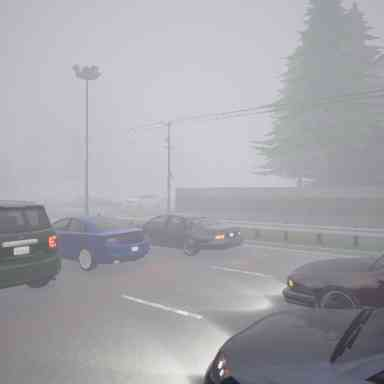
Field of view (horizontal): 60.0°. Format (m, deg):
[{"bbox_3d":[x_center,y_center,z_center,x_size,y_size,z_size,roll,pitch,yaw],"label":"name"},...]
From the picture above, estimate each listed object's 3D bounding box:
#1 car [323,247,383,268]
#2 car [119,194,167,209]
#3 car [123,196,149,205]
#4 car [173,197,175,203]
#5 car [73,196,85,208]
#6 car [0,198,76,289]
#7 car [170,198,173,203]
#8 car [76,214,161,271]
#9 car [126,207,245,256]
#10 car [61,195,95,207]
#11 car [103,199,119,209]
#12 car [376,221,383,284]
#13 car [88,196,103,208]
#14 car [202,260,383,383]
[{"bbox_3d":[4.261,1.547,5.203,5.357,1.411,2.033,0,0,37],"label":"car"},{"bbox_3d":[-6.207,1.224,42.975,2.150,2.045,5.566,0,0,37],"label":"car"},{"bbox_3d":[-10.260,1.529,60.811,1.812,1.442,4.674,0,1,37],"label":"car"},{"bbox_3d":[-2.721,1.550,64.946,2.033,1.411,5.357,0,0,38],"label":"car"},{"bbox_3d":[-14.900,1.528,48.881,1.812,1.442,4.674,0,0,37],"label":"car"},{"bbox_3d":[-5.429,1.222,8.024,5.566,2.045,2.150,0,0,37],"label":"car"},{"bbox_3d":[-5.812,1.507,55.103,1.837,1.490,4.892,0,0,37],"label":"car"},{"bbox_3d":[-3.614,1.478,11.039,5.008,1.535,1.882,0,0,37],"label":"car"},{"bbox_3d":[-0.619,1.548,13.168,5.357,1.411,2.033,0,0,37],"label":"car"},{"bbox_3d":[-17.503,1.354,51.245,2.097,1.767,4.553,0,0,37],"label":"car"},{"bbox_3d":[-9.141,1.602,44.898,1.895,1.301,4.718,0,0,37],"label":"car"},{"bbox_3d":[6.972,1.526,7.547,4.674,1.442,1.812,0,0,37],"label":"car"},{"bbox_3d":[-12.129,1.603,46.748,1.895,1.301,4.718,0,0,37],"label":"car"},{"bbox_3d":[2.113,1.564,2.435,4.181,1.385,1.994,0,0,37],"label":"car"}]
